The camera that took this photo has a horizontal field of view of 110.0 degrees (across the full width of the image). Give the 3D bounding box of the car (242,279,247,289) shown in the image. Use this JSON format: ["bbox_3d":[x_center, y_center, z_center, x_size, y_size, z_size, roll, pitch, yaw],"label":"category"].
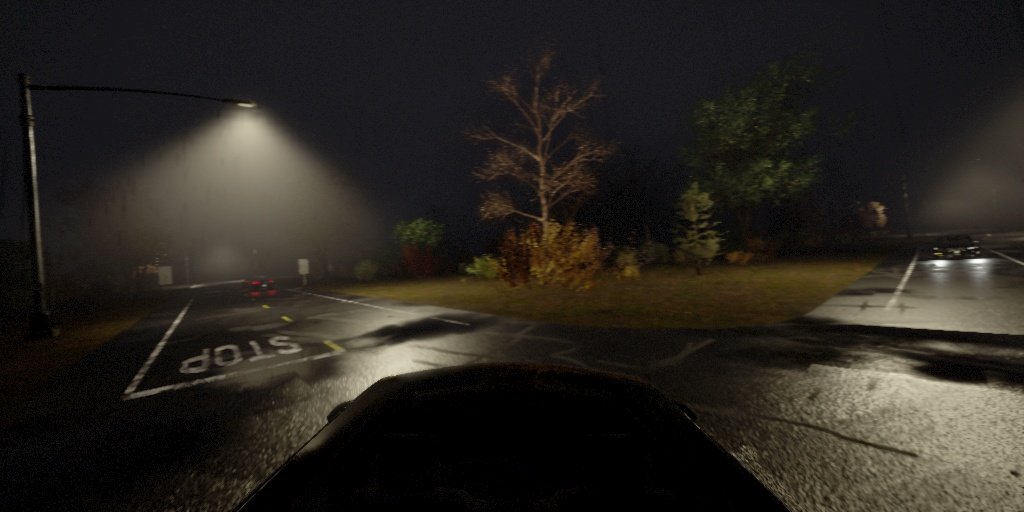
[{"bbox_3d":[-32.914,3.313,45.504,1.994,1.385,4.181,-4,0,-40],"label":"car"}]

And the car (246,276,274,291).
[{"bbox_3d":[-26.254,2.855,37.579,1.812,1.442,4.674,-4,0,-40],"label":"car"}]

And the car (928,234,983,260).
[{"bbox_3d":[28.110,-0.625,22.814,4.892,1.490,1.837,-4,-1,-41],"label":"car"}]
